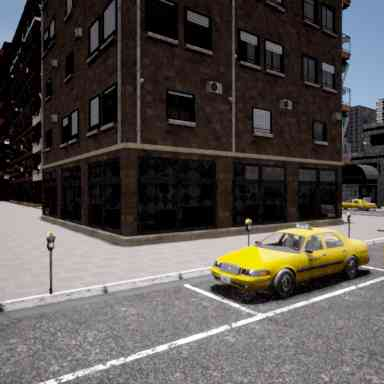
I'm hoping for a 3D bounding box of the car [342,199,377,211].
[{"bbox_3d":[19.322,1.469,39.712,1.752,1.417,4.829,0,0,-35],"label":"car"}]

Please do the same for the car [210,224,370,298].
[{"bbox_3d":[2.671,1.525,8.478,4.829,1.417,1.752,0,0,-36],"label":"car"}]
